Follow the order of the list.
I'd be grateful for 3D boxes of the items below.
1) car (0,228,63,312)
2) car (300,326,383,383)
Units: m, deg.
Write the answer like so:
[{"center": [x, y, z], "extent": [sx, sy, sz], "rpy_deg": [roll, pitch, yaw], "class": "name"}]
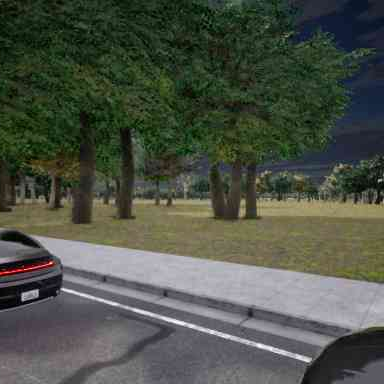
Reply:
[{"center": [-4.727, 1.513, 7.069], "extent": [4.892, 1.490, 1.837], "rpy_deg": [0, 0, 35], "class": "car"}, {"center": [2.996, 1.491, 1.546], "extent": [4.902, 1.511, 2.128], "rpy_deg": [0, 0, 36], "class": "car"}]
